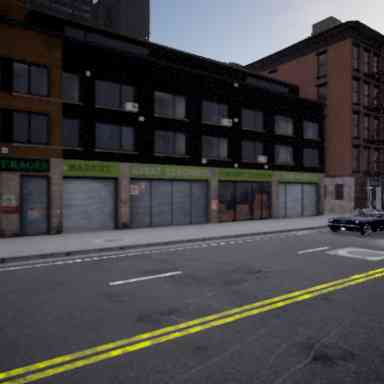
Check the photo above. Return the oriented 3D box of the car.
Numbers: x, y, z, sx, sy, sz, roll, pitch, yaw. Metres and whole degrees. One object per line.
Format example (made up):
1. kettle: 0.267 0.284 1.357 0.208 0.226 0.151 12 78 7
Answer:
1. car: 9.639 1.609 18.541 4.718 1.301 1.895 0 0 -35
